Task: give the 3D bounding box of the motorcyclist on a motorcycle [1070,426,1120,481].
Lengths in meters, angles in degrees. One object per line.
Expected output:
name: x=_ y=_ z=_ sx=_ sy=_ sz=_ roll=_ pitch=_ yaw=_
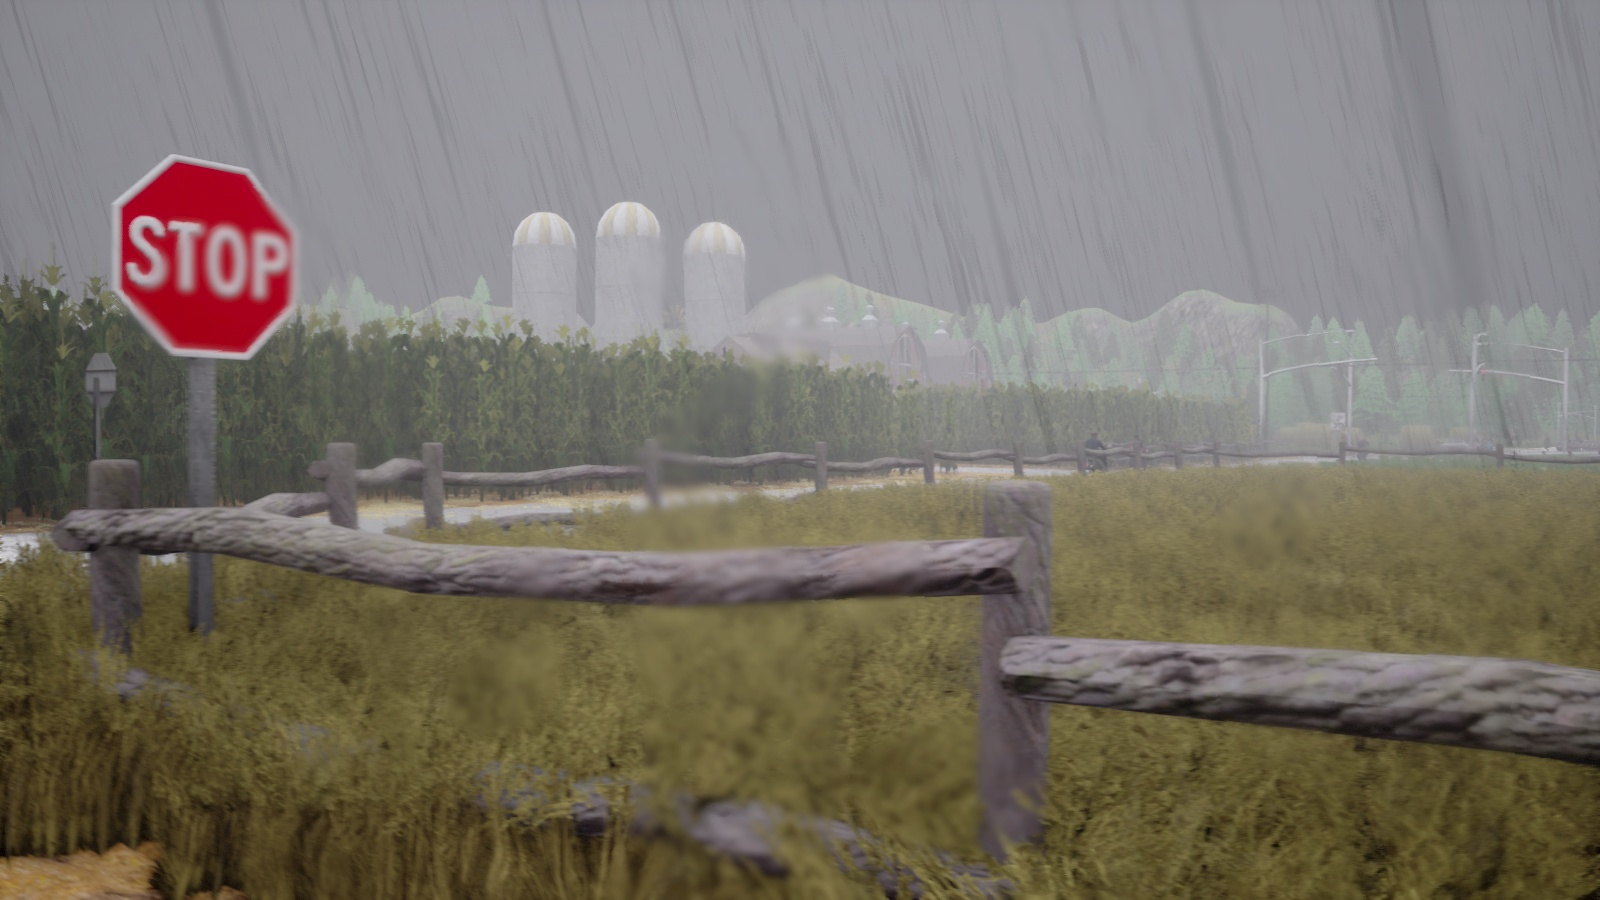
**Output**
motorcyclist on a motorcycle: x=8.776 y=0.092 z=37.285 sx=0.866 sy=1.590 sz=1.817 roll=0 pitch=1 yaw=33
